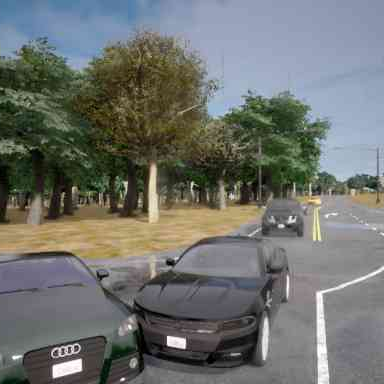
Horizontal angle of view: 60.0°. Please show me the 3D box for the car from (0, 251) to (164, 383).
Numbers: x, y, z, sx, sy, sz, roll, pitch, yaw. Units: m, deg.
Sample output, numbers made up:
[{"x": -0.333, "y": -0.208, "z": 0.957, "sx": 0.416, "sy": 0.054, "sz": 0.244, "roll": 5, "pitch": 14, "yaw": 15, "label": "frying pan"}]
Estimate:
[{"x": -2.328, "y": 1.643, "z": 5.014, "sx": 1.994, "sy": 1.385, "sz": 4.181, "roll": 1, "pitch": -2, "yaw": -33, "label": "car"}]

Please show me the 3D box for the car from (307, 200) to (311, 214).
[{"x": 11.365, "y": 1.811, "z": 35.509, "sx": 1.895, "sy": 1.301, "sz": 4.718, "roll": -1, "pitch": 0, "yaw": 20, "label": "car"}]

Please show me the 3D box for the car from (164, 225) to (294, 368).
[{"x": 0.714, "y": 1.613, "z": 6.320, "sx": 1.882, "sy": 1.535, "sz": 5.008, "roll": -1, "pitch": -2, "yaw": 21, "label": "car"}]

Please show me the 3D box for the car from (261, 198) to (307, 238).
[{"x": 5.460, "y": 1.398, "z": 19.585, "sx": 2.150, "sy": 2.045, "sz": 5.566, "roll": -1, "pitch": 0, "yaw": 19, "label": "car"}]

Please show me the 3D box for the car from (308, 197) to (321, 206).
[{"x": 22.071, "y": 1.687, "z": 60.022, "sx": 1.882, "sy": 1.535, "sz": 5.008, "roll": -1, "pitch": 0, "yaw": 27, "label": "car"}]
